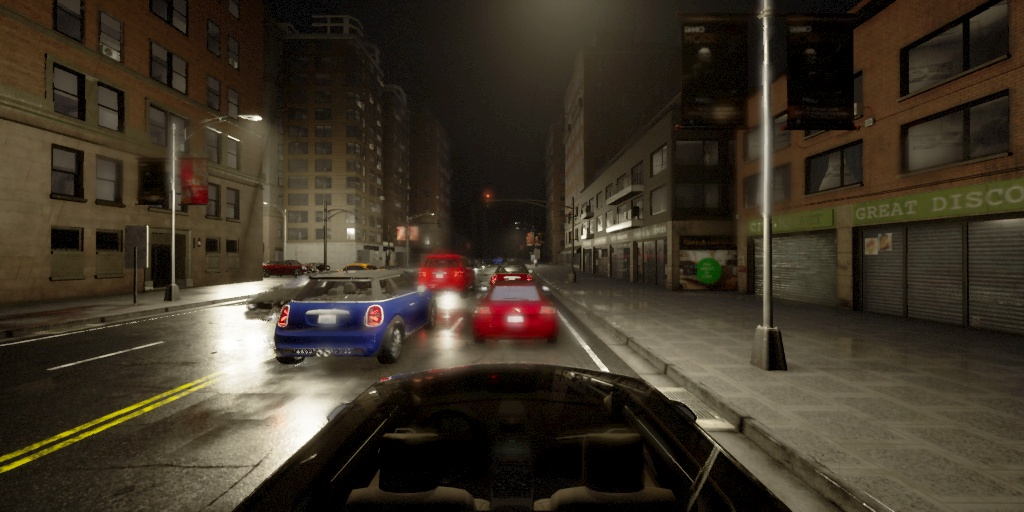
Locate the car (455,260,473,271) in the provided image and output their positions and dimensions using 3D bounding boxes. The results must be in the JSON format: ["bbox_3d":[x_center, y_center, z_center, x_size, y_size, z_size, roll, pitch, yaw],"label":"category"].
[{"bbox_3d":[-6.597,1.273,49.947,1.837,1.490,4.892,0,0,0],"label":"car"}]

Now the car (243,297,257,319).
[{"bbox_3d":[-6.602,1.298,12.547,2.033,1.411,5.357,0,0,0],"label":"car"}]

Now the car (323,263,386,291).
[{"bbox_3d":[-9.850,1.231,22.925,1.882,1.535,5.008,0,0,0],"label":"car"}]

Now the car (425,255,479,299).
[{"bbox_3d":[-3.150,0.974,18.288,2.150,2.045,5.566,0,0,0],"label":"car"}]

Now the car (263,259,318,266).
[{"bbox_3d":[-20.793,1.102,33.570,4.553,1.767,2.097,0,0,2],"label":"car"}]

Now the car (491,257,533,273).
[{"bbox_3d":[0.000,1.104,18.251,2.097,1.767,4.553,0,0,0],"label":"car"}]

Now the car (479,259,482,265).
[{"bbox_3d":[-6.584,1.280,59.381,1.837,1.490,4.892,0,0,0],"label":"car"}]

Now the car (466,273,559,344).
[{"bbox_3d":[0.092,1.315,9.633,1.994,1.385,4.181,0,0,0],"label":"car"}]

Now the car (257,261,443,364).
[{"bbox_3d":[-3.147,1.102,8.249,2.097,1.767,4.553,0,0,0],"label":"car"}]
